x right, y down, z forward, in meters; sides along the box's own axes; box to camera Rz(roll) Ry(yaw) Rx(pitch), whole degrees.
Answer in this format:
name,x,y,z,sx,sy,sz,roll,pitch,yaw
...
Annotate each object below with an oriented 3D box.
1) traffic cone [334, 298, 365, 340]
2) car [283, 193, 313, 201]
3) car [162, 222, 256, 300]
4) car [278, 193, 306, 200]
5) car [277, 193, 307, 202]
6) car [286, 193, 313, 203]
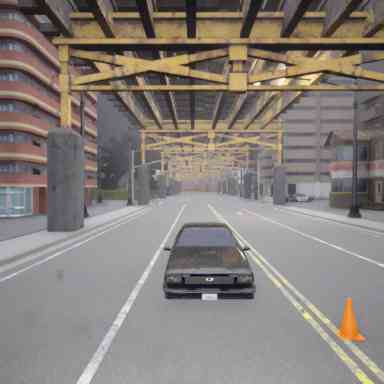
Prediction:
name,x,y,z,sx,sy,sz,roll,pitch,yaw
traffic cone,2.451,1.949,5.185,0.340,0.580,0.340,0,0,0
car,17.483,0.849,54.930,4.536,1.218,1.853,0,1,-20
car,0.357,1.534,8.791,2.033,1.411,5.357,0,0,1
car,17.827,0.802,59.047,4.536,1.218,1.853,0,1,25
car,17.780,0.960,59.071,4.974,1.542,2.038,0,1,25
car,17.434,1.007,54.914,4.974,1.542,2.038,0,1,-20
